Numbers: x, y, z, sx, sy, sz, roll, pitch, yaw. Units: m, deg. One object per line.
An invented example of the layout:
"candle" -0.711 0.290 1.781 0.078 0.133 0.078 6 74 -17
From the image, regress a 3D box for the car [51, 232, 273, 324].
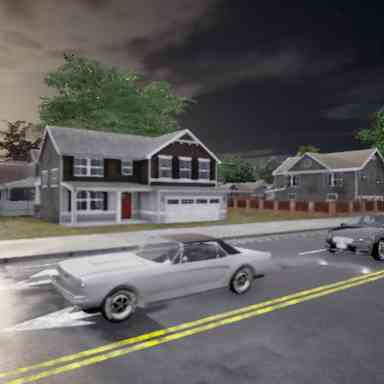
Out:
"car" -0.480 1.625 7.332 4.718 1.301 1.895 0 0 -36

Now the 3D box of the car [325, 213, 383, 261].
"car" 7.075 1.574 12.712 4.902 1.511 2.128 0 0 -35
